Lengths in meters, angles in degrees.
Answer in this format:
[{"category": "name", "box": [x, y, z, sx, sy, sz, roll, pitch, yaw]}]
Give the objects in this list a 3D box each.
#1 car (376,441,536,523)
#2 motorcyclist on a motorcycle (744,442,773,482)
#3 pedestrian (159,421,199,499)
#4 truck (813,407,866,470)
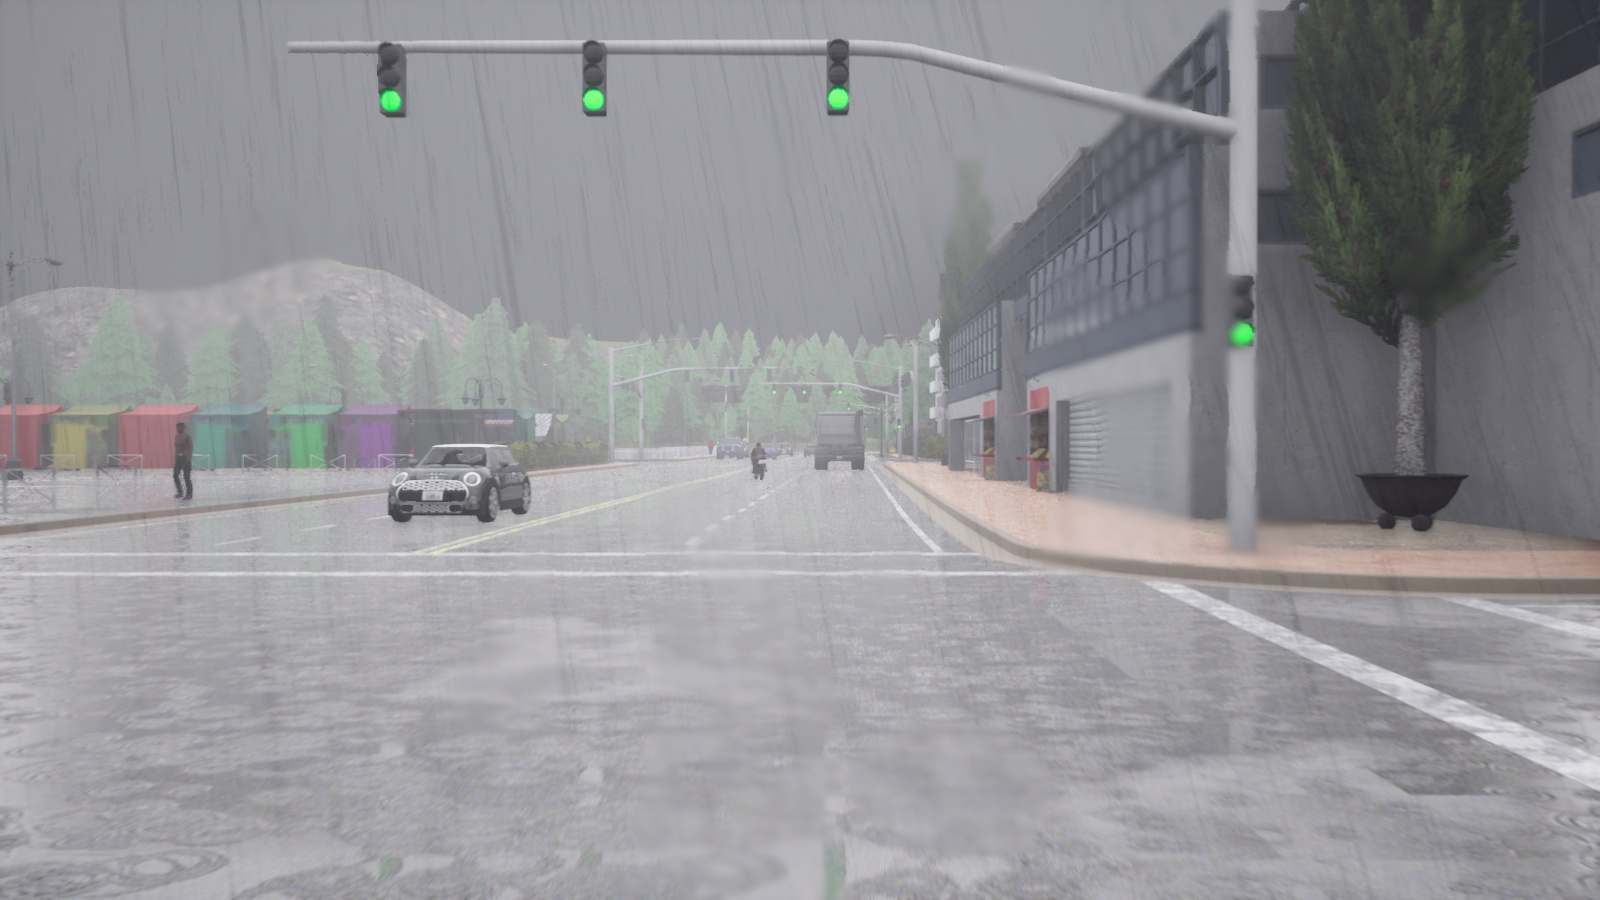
[{"category": "car", "box": [-6.642, 0.566, 24.688, 1.970, 1.475, 3.806, 0, 0, 2]}, {"category": "motorcyclist on a motorcycle", "box": [-1.644, 0.446, 49.306, 0.797, 1.523, 2.044, 1, 0, -11]}, {"category": "pedestrian", "box": [-14.447, 0.227, 29.248, 0.328, 1.805, 0.869, 0, 0, 16]}, {"category": "truck", "box": [2.314, -0.647, 72.572, 2.891, 3.462, 7.936, 0, 0, 2]}]
